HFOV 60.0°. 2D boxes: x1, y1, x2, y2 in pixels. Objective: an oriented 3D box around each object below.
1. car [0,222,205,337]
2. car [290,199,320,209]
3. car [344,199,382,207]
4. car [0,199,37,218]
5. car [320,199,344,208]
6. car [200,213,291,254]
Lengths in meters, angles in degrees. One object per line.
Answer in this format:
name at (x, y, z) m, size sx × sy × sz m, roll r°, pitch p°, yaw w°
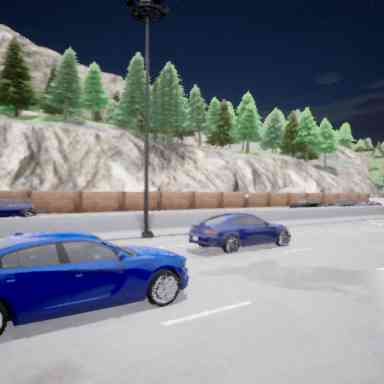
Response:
car at (-2.374, 1.481, 6.340) m, size 5.008 × 1.535 × 1.882 m, roll 0°, pitch 0°, yaw -35°
car at (15.132, 1.681, 44.166) m, size 5.008 × 1.535 × 1.882 m, roll 1°, pitch 0°, yaw -35°
car at (20.688, 1.715, 39.505) m, size 4.902 × 1.511 × 2.128 m, roll 1°, pitch 0°, yaw -36°
car at (-15.388, 1.339, 27.376) m, size 4.553 × 1.767 × 2.097 m, roll 0°, pitch 0°, yaw -35°
car at (19.007, 1.639, 42.600) m, size 4.553 × 1.767 × 2.097 m, roll 0°, pitch 0°, yaw -36°
car at (2.014, 1.573, 13.672) m, size 4.674 × 1.442 × 1.812 m, roll 0°, pitch 0°, yaw -35°
